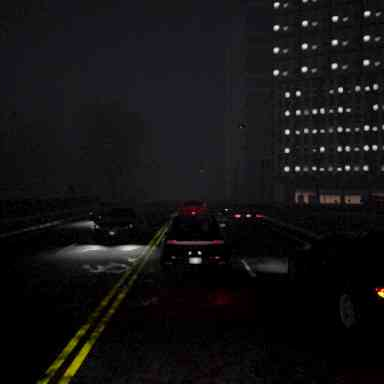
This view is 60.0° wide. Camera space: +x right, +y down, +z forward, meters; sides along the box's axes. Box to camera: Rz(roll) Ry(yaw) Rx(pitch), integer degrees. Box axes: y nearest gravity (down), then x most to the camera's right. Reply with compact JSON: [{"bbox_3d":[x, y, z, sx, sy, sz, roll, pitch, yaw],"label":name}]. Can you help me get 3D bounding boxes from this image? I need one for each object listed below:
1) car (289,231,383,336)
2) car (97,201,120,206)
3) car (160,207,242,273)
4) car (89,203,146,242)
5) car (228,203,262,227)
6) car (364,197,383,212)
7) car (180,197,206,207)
[{"bbox_3d":[3.330,1.495,6.482,1.812,1.442,4.674,0,0,0],"label":"car"},{"bbox_3d":[-6.577,1.435,26.531,2.033,1.411,5.357,0,0,0],"label":"car"},{"bbox_3d":[0.090,1.445,10.536,2.128,1.511,4.902,0,0,0],"label":"car"},{"bbox_3d":[-3.345,1.453,16.218,1.812,1.442,4.674,0,0,0],"label":"car"},{"bbox_3d":[3.338,1.451,22.109,2.033,1.411,5.357,0,0,0],"label":"car"},{"bbox_3d":[23.021,1.488,38.993,5.009,1.841,2.192,1,2,20],"label":"car"},{"bbox_3d":[0.095,1.367,26.107,1.882,1.535,5.008,0,0,0],"label":"car"}]
